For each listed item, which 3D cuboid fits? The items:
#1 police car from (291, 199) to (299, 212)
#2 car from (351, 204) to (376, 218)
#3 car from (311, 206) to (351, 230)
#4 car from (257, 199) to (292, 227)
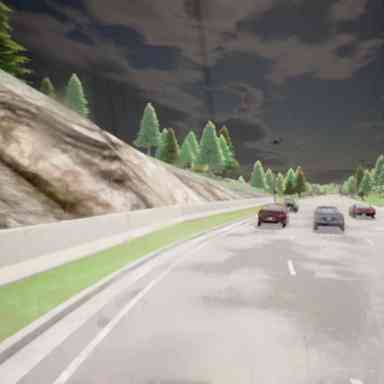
[{"bbox_3d":[12.040,1.666,40.995,2.038,1.542,4.974,0,0,20],"label":"police car"},{"bbox_3d":[16.253,1.778,32.046,1.895,1.301,4.718,0,0,20],"label":"car"},{"bbox_3d":[8.896,1.652,21.917,2.033,1.411,5.357,0,0,20],"label":"car"},{"bbox_3d":[5.906,1.563,23.910,1.882,1.535,5.008,0,0,19],"label":"car"}]
